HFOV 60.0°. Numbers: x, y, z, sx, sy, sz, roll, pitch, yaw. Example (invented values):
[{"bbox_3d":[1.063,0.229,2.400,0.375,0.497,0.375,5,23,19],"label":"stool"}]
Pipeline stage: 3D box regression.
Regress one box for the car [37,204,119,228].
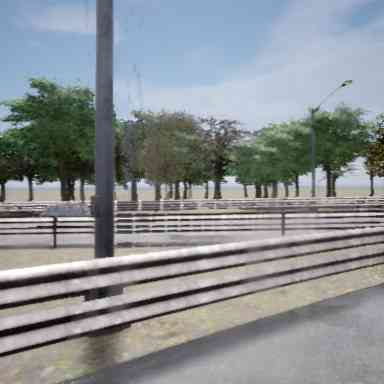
[{"bbox_3d":[-6.811,1.509,20.166,4.553,1.767,2.097,-1,1,-2],"label":"car"}]
